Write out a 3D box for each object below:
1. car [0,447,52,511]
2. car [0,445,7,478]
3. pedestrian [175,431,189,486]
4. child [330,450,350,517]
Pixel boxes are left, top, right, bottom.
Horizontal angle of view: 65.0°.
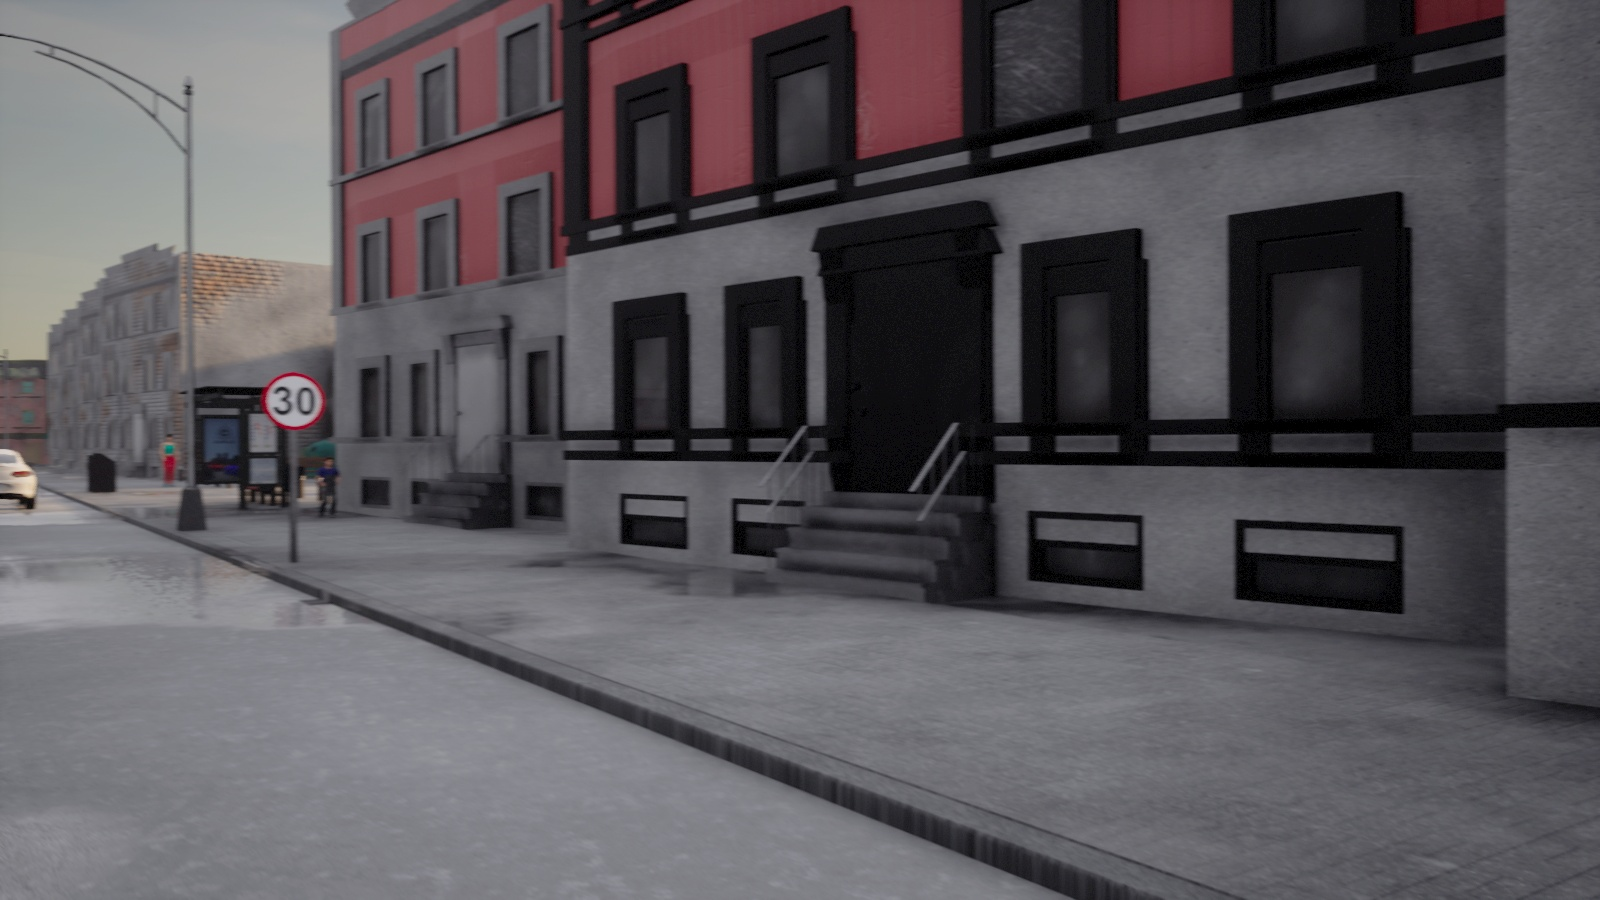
[{"bbox_3d":[-19.571,0.663,30.805,1.812,1.442,4.674,0,0,-34],"label":"car"},{"bbox_3d":[-36.928,0.516,56.489,1.970,1.475,3.806,0,0,-34],"label":"car"},{"bbox_3d":[-21.063,0.282,42.795,0.345,1.836,0.594,0,0,-31],"label":"pedestrian"},{"bbox_3d":[-8.784,0.628,23.972,0.270,1.263,0.437,0,0,-33],"label":"child"}]
